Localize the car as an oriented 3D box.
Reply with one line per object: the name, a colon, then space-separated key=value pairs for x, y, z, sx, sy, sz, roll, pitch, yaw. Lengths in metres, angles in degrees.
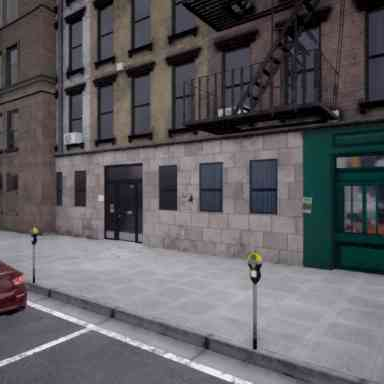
car: x=-4.691 y=1.582 z=6.192 sx=4.206 sy=1.307 sz=1.802 roll=0 pitch=0 yaw=36
